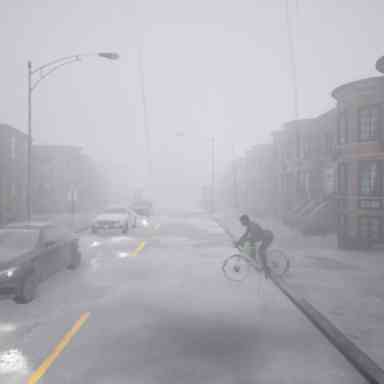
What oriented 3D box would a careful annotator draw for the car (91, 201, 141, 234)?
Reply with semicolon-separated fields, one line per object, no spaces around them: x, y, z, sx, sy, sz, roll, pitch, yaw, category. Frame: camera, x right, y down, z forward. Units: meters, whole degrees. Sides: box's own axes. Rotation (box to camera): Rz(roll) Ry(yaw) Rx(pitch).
-4.367;1.484;19.223;1.812;1.442;4.674;0;0;-1;car

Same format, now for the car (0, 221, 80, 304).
-4.189;1.507;8.243;1.812;1.442;4.674;0;0;-1;car

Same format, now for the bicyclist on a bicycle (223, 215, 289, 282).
1.526;1.372;8.192;1.656;1.620;0.582;-6;0;-1;bicyclist on a bicycle

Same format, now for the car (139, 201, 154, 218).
-4.506;1.482;29.700;2.033;1.411;5.357;0;0;-1;car
